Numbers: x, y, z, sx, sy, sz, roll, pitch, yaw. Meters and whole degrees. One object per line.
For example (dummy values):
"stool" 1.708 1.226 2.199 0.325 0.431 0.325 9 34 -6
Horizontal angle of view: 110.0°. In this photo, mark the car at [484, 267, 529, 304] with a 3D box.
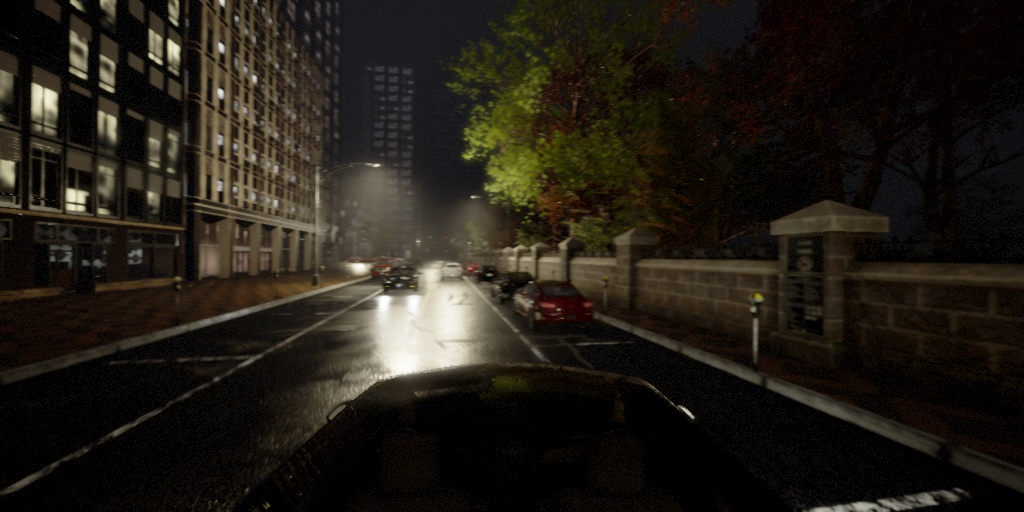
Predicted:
"car" 0.075 1.362 16.410 1.948 1.339 4.313 0 0 -11

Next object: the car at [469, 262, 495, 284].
"car" -1.970 1.380 27.320 1.948 1.339 4.313 0 0 -11

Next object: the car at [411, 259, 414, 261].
"car" -12.940 1.361 42.287 1.802 1.307 4.207 0 0 -11

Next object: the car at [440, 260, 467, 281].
"car" -5.132 1.328 30.791 1.812 1.442 4.674 0 0 -11

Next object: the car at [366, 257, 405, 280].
"car" -10.898 1.078 31.395 2.192 1.841 5.009 0 0 -11

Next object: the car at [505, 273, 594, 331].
"car" 1.097 1.368 10.955 1.802 1.307 4.207 0 0 -11

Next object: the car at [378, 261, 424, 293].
"car" -6.252 1.269 20.850 1.837 1.490 4.892 0 0 -10

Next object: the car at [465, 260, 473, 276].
"car" -4.015 1.413 38.230 1.802 1.307 4.207 0 0 -11

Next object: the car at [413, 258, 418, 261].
"car" -13.929 1.312 47.566 1.751 1.417 4.829 0 0 -11
